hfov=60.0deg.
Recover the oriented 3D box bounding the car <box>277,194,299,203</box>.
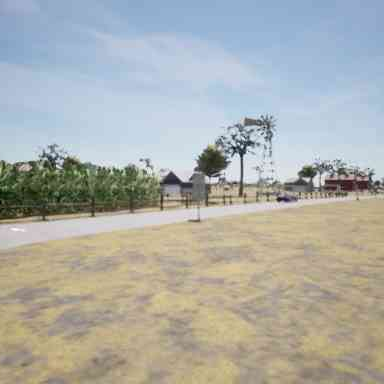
[{"bbox_3d":[14.257,0.880,49.625,1.895,1.301,4.718,1,1,35],"label":"car"}]
